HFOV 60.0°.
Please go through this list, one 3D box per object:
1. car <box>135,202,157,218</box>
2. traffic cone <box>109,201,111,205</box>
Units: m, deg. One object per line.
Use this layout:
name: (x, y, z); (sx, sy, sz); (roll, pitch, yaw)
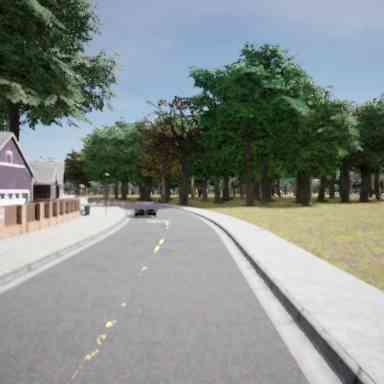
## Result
car: (-4.045, 1.528, 29.030); (1.895, 1.301, 4.718); (0, 0, -9)
traffic cone: (-13.974, 1.839, 56.374); (0.340, 0.580, 0.340); (0, 0, -28)
